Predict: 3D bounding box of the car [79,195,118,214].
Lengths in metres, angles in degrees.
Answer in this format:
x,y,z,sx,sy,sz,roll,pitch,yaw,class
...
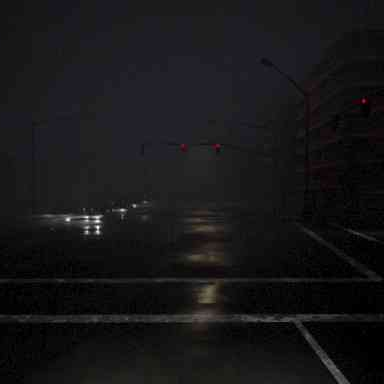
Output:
x,y,z,sx,sy,sz,roll,pitch,yaw,class
-9.509,1.369,34.248,2.128,1.511,4.902,0,1,1,car

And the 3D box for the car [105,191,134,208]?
x,y,z,sx,sy,sz,roll,pitch,yaw,class
-9.389,1.106,43.289,2.097,1.767,4.553,0,1,1,car

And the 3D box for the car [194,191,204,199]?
x,y,z,sx,sy,sz,roll,pitch,yaw,class
1.627,0.556,75.782,2.097,1.767,4.553,0,1,1,car

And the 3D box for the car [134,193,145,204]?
x,y,z,sx,sy,sz,roll,pitch,yaw,class
-9.264,1.132,52.934,2.033,1.411,5.357,0,1,1,car

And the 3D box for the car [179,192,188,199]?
x,y,z,sx,sy,sz,roll,pitch,yaw,class
-1.867,0.720,76.175,1.812,1.442,4.674,0,1,1,car

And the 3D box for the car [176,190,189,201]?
x,y,z,sx,sy,sz,roll,pitch,yaw,class
-1.913,0.594,65.049,2.150,2.045,5.566,0,1,1,car

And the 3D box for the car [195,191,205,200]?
x,y,z,sx,sy,sz,roll,pitch,yaw,class
1.594,0.855,65.392,2.128,1.511,4.902,0,1,1,car

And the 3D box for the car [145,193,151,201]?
x,y,z,sx,sy,sz,roll,pitch,yaw,class
-9.074,0.948,63.469,2.033,1.411,5.357,0,1,1,car

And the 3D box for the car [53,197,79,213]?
x,y,z,sx,sy,sz,roll,pitch,yaw,class
-12.997,1.346,35.315,1.882,1.535,5.008,0,1,1,car
